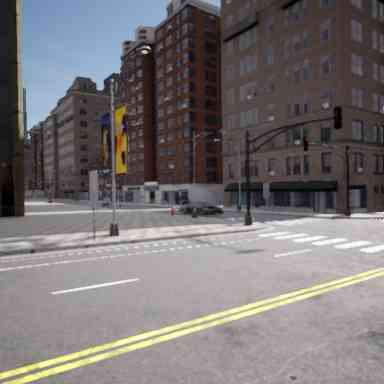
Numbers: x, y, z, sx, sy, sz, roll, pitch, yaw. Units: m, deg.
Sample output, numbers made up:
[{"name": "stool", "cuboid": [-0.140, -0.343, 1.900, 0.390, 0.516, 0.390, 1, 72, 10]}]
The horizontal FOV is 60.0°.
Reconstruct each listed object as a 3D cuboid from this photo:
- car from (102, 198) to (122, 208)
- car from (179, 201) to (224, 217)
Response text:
[{"name": "car", "cuboid": [-12.511, 1.657, 51.692, 2.128, 1.511, 4.902, -1, 0, -35]}, {"name": "car", "cuboid": [0.813, 1.633, 32.718, 2.033, 1.411, 5.357, -1, 1, -35]}]
